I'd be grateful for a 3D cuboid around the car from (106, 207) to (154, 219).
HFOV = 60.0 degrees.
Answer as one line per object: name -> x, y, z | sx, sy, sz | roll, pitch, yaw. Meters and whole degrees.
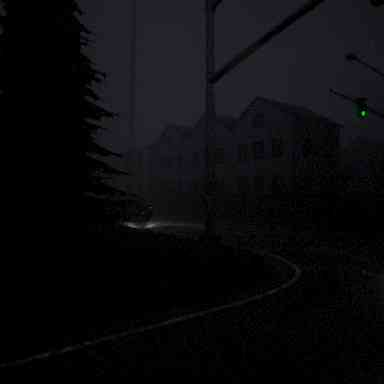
car -> -5.178, 1.193, 26.790 | 2.150, 2.045, 5.566 | 0, 0, -35
